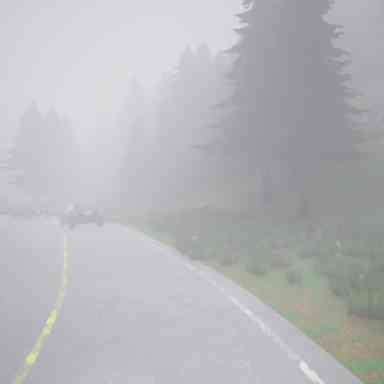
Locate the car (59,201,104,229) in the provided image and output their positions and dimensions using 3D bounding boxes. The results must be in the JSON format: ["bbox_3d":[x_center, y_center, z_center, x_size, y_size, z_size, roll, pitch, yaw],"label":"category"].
[{"bbox_3d":[-7.634,1.423,22.733,2.097,1.767,4.553,-1,0,-31],"label":"car"}]

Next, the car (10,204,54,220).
[{"bbox_3d":[-14.556,1.752,30.045,4.718,1.301,1.895,-1,0,38],"label":"car"}]
